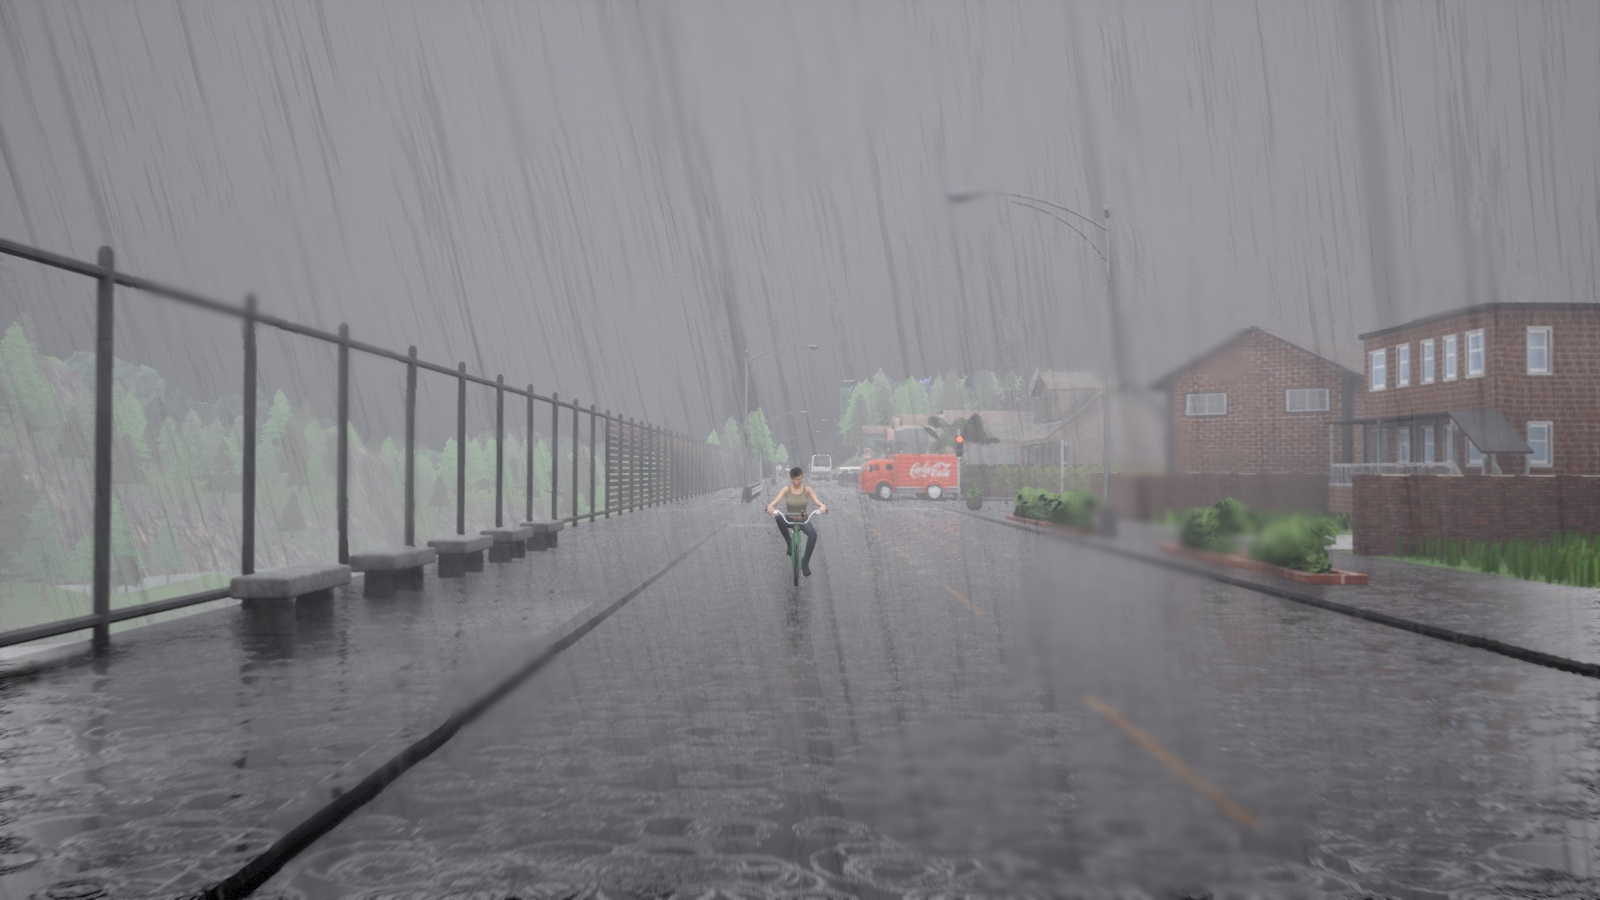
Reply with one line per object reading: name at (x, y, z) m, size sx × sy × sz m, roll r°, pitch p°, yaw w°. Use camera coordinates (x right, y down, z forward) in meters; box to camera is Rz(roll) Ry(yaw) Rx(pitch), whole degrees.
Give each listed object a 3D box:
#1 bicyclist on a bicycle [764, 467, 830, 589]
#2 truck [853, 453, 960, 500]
bicyclist on a bicycle at (-0.037, 1.042, 17.377) m, size 0.866 × 1.612 × 1.509 m, roll 0°, pitch -1°, yaw 0°
truck at (5.648, 1.426, 67.091) m, size 5.204 × 2.467 × 2.627 m, roll 0°, pitch -2°, yaw -9°
